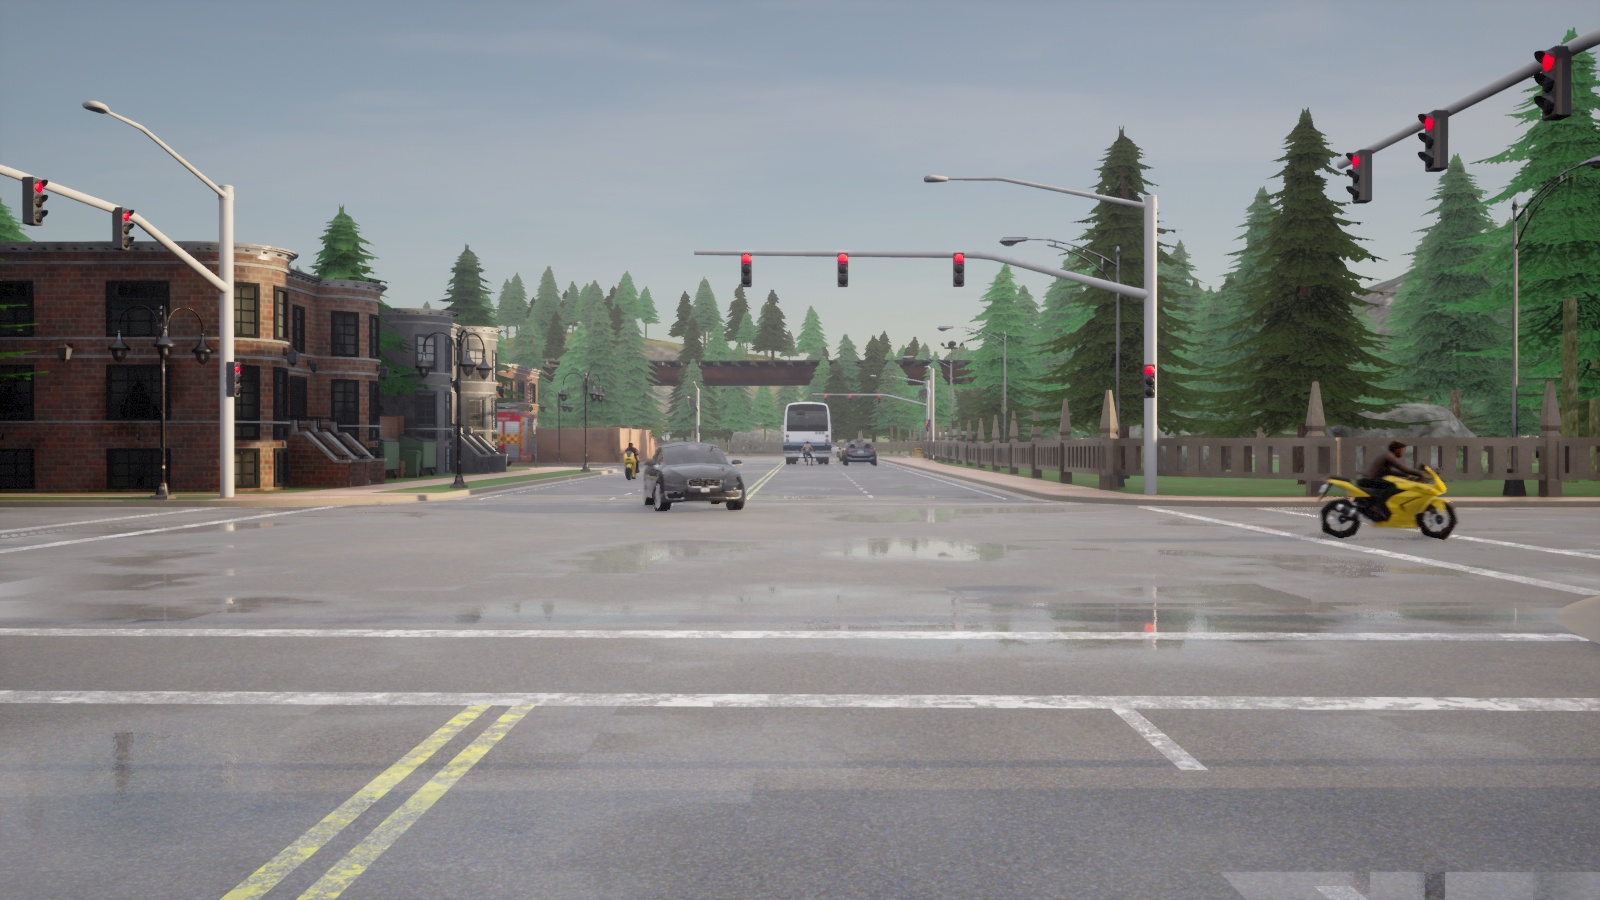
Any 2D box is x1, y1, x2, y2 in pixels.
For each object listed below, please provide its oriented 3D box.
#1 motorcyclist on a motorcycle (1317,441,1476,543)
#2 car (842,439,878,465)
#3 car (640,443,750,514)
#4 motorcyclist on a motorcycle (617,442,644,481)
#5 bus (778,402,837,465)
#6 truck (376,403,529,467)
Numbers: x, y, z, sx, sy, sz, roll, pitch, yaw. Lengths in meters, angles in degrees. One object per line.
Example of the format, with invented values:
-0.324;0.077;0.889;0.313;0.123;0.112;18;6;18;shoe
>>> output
9.094;0.627;19.218;2.044;1.523;0.797;0;-1;8;motorcyclist on a motorcycle
3.992;0.118;84.378;2.242;1.667;4.611;0;0;0;car
-2.500;0.588;28.786;1.837;1.490;4.892;0;0;-13;car
-6.704;0.442;49.761;0.797;1.523;2.044;0;0;0;motorcyclist on a motorcycle
0.524;-1.136;89.810;3.944;4.253;10.273;0;0;0;bus
-21.057;-0.905;76.356;8.468;3.827;2.891;0;0;1;truck
